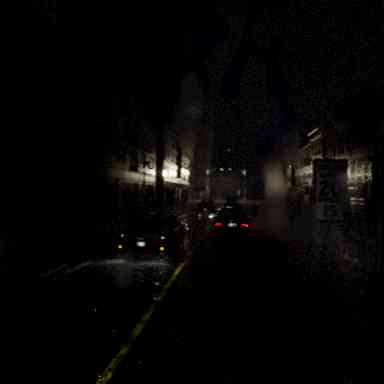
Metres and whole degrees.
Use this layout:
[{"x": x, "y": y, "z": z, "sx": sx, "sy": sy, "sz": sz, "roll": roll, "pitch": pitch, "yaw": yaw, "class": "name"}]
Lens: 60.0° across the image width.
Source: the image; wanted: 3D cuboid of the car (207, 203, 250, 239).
[{"x": 2.102, "y": 1.570, "z": 17.767, "sx": 2.033, "sy": 1.411, "sz": 5.357, "roll": 1, "pitch": 0, "yaw": 7, "class": "car"}]

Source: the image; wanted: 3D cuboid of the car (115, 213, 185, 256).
[{"x": -1.448, "y": 1.521, "z": 12.923, "sx": 1.994, "sy": 1.385, "sz": 4.181, "roll": 1, "pitch": 0, "yaw": 7, "class": "car"}]

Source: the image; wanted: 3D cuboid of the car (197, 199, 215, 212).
[{"x": 1.772, "y": 1.540, "z": 39.167, "sx": 2.033, "sy": 1.411, "sz": 5.357, "roll": 1, "pitch": 0, "yaw": 7, "class": "car"}]

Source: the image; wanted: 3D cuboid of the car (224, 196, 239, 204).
[{"x": 5.818, "y": 1.416, "z": 48.918, "sx": 2.097, "sy": 1.767, "sz": 4.553, "roll": 1, "pitch": 0, "yaw": 7, "class": "car"}]
